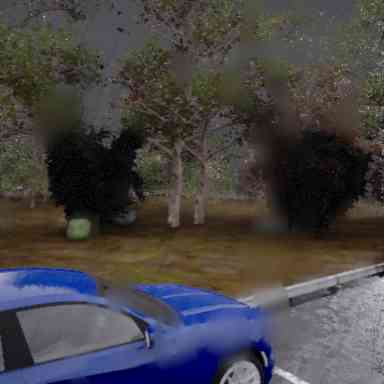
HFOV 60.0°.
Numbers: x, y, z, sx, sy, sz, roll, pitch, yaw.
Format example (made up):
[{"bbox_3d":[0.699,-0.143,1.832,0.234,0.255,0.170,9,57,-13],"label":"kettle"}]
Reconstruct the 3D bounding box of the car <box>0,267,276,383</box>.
[{"bbox_3d":[-1.400,1.481,3.059,5.008,1.535,2.097,0,0,-33],"label":"car"}]
